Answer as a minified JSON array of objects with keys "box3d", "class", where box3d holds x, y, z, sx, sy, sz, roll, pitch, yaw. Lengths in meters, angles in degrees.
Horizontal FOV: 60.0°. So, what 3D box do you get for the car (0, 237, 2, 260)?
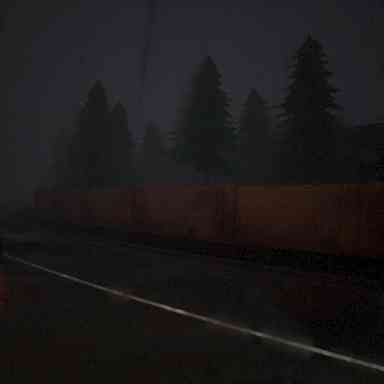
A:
[{"box3d":[-7.971,1.564,11.211,4.892,1.490,1.837,0,0,44],"class":"car"}]
